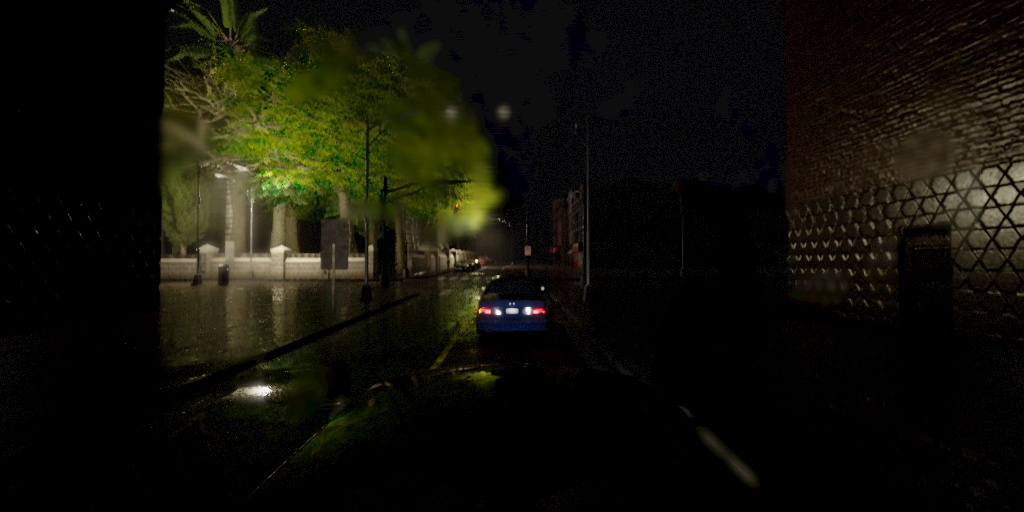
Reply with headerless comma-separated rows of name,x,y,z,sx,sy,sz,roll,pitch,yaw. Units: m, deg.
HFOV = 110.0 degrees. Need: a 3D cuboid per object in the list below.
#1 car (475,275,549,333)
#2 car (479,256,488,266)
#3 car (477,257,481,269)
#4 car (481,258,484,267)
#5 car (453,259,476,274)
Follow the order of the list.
car,0.026,1.268,10.531,2.033,1.411,5.357,0,0,1
car,-5.638,1.183,63.342,1.802,1.307,4.207,0,0,0
car,-5.520,1.173,46.993,2.007,1.370,4.403,0,0,0
car,-5.560,1.179,52.443,1.948,1.339,4.313,0,0,0
car,-5.496,1.188,39.857,2.007,1.370,4.403,0,0,0
